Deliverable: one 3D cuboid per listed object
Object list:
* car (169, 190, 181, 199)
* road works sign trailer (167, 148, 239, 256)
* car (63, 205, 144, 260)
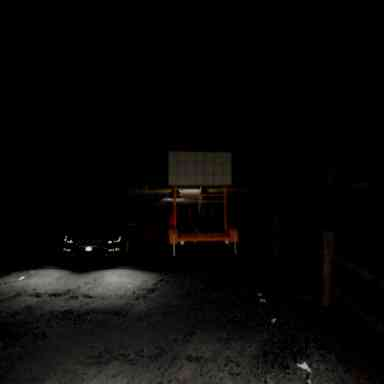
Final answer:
[{"bbox_3d":[-2.801,0.352,54.810,1.812,1.442,4.674,0,1,0],"label":"car"},{"bbox_3d":[0.277,0.222,12.040,2.380,3.560,2.880,0,1,-6],"label":"road works sign trailer"},{"bbox_3d":[-2.848,1.271,11.583,1.837,1.490,4.892,0,1,0],"label":"car"}]
